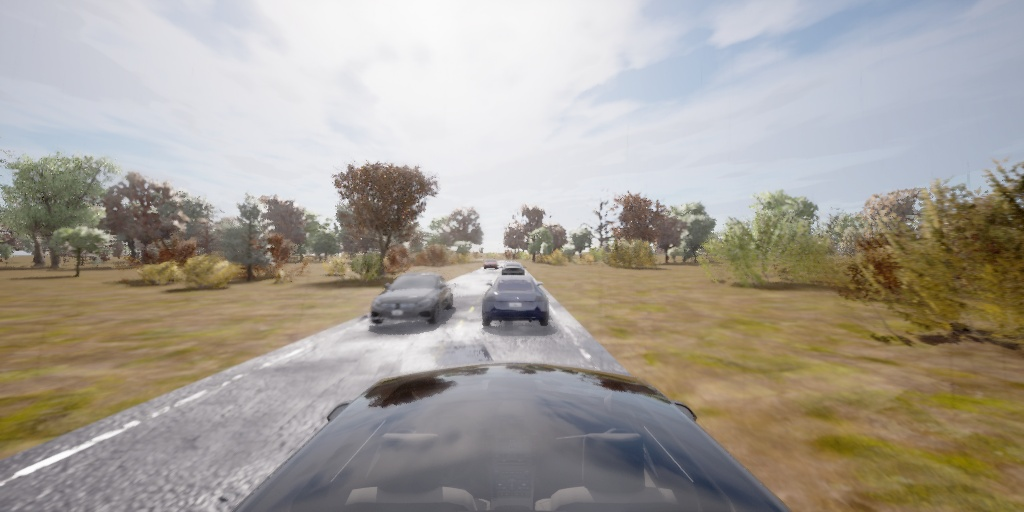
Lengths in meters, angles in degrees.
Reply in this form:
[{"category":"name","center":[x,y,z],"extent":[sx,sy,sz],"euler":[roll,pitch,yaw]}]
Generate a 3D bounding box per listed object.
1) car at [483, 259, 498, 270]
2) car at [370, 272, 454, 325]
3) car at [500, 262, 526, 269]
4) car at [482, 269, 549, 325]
[{"category":"car","center":[-3.088,1.199,52.114],"extent":[1.882,1.535,5.008],"euler":[0,0,0]},{"category":"car","center":[-3.092,1.276,11.989],"extent":[1.812,1.442,4.674],"euler":[0,0,0]},{"category":"car","center":[0.087,1.248,29.473],"extent":[1.837,1.490,4.892],"euler":[0,0,0]},{"category":"car","center":[0.095,1.314,11.853],"extent":[1.994,1.385,4.181],"euler":[0,0,0]}]
